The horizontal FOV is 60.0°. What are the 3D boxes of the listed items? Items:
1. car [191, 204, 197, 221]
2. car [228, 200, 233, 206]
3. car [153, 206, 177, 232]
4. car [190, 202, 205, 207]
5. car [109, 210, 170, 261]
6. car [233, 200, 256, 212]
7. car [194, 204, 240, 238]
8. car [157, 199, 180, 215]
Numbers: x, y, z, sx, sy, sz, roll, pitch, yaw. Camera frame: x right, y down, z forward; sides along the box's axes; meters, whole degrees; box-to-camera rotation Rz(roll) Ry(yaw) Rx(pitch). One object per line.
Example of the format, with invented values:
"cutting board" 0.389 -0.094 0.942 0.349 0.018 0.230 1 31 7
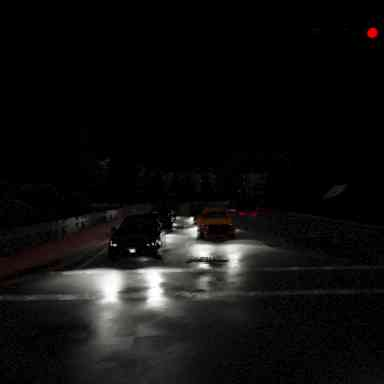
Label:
"car" 1.081 1.970 28.866 1.895 1.301 4.718 -1 -1 -1
"car" 7.436 2.171 57.716 1.812 1.442 4.674 -1 -1 -1
"car" -2.255 1.896 22.308 1.994 1.385 4.181 -1 -1 -2
"car" 0.830 1.991 38.996 2.128 1.511 4.902 -1 -1 -1
"car" -2.027 1.722 13.406 1.837 1.490 4.892 -1 -1 -1
"car" 7.690 1.869 47.747 2.097 1.767 4.553 -1 -1 -1
"car" 1.318 1.726 19.542 1.882 1.535 5.008 -1 -1 -1
"car" -2.473 1.793 30.775 2.097 1.767 4.553 -1 -1 -1
